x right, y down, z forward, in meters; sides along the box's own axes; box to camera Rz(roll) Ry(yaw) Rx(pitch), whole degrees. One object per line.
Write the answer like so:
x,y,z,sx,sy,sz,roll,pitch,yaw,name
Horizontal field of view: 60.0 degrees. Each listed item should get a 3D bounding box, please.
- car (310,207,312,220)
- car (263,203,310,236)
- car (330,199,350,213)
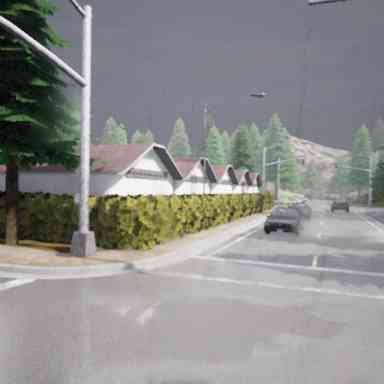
9.255,1.623,28.691,1.994,1.385,4.181,1,0,23,car
5.517,1.606,19.505,2.033,1.411,5.357,1,0,22,car
17.490,1.633,39.391,1.837,1.490,4.892,1,0,20,car
